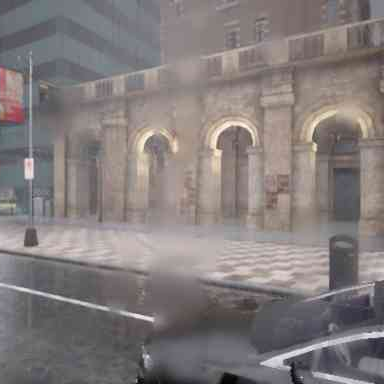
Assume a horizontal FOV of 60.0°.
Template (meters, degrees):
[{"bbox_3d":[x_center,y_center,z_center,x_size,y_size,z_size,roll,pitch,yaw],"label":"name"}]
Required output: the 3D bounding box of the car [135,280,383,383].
[{"bbox_3d":[1.784,1.491,2.541,4.902,1.511,2.128,0,0,29],"label":"car"}]

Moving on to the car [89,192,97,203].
[{"bbox_3d":[-11.090,0.970,34.113,5.566,2.045,2.435,0,0,29],"label":"car"}]
